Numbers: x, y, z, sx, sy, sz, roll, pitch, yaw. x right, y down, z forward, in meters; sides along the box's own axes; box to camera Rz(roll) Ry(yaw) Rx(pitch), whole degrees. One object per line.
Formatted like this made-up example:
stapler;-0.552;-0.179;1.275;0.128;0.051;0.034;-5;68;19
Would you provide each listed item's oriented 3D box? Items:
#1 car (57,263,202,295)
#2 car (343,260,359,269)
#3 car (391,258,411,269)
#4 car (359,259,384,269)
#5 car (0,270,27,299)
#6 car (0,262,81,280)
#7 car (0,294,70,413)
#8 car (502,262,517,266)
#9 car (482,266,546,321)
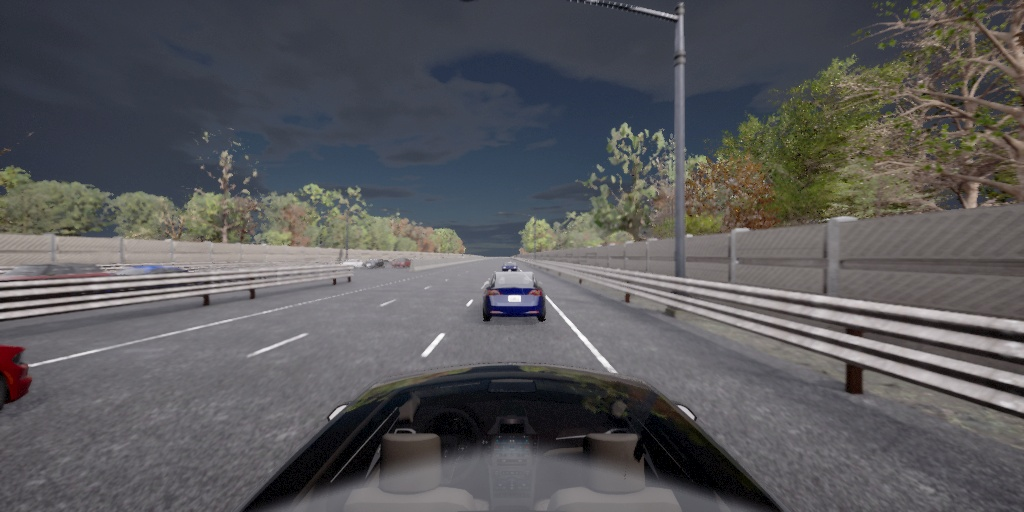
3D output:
car;-17.836;1.233;17.393;1.882;1.535;5.008;0;0;1
car;-25.202;1.296;56.975;1.812;1.442;4.674;0;0;0
car;-18.240;1.124;59.060;2.097;1.767;4.553;0;0;-1
car;-21.707;1.262;56.625;2.128;1.511;4.902;0;0;-1
car;-24.871;1.356;15.296;1.895;1.301;4.718;0;0;1
car;-21.360;1.107;16.318;2.097;1.767;4.553;0;0;1
car;-6.905;1.228;2.312;1.882;1.535;5.008;0;0;0
car;-0.306;1.368;43.466;1.895;1.301;4.718;0;0;-1
car;0.060;1.257;12.553;2.163;1.488;4.792;0;0;0
